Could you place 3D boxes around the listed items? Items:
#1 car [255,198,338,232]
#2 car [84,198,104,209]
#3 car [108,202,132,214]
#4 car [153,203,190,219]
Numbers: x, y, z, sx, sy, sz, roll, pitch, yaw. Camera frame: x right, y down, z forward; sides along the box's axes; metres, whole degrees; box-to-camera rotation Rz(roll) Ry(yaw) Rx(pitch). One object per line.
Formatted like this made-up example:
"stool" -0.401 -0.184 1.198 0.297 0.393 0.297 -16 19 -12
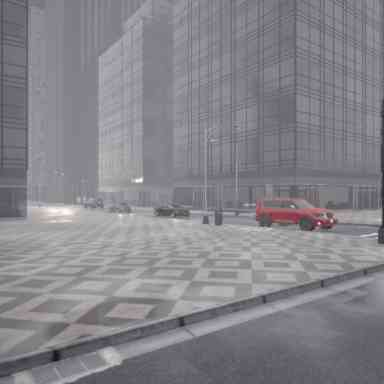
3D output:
"car" 6.679 1.415 22.007 2.150 2.045 5.566 0 -1 -36
"car" -18.271 2.148 61.882 2.150 2.045 5.566 0 -1 -37
"car" -9.730 2.130 44.693 1.837 1.490 4.892 0 -1 -36
"car" -2.134 1.902 34.159 1.882 1.535 5.008 0 -1 -36
